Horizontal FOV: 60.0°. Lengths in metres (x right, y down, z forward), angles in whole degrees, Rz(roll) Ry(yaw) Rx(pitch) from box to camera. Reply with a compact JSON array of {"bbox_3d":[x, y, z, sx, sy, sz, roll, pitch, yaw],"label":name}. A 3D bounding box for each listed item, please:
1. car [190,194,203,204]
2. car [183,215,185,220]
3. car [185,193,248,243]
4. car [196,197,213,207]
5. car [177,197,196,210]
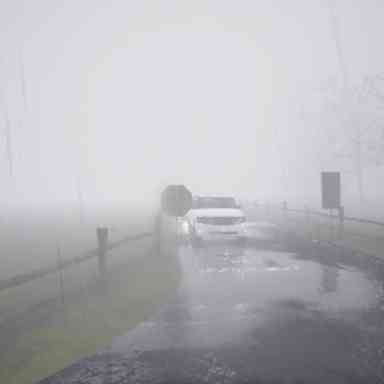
[{"bbox_3d":[0.787,1.226,59.214,1.882,1.535,5.008,0,0,-4],"label":"car"},{"bbox_3d":[0.263,1.193,26.226,2.097,1.767,4.553,0,0,-4],"label":"car"},{"bbox_3d":[1.044,1.097,15.632,2.150,2.045,5.566,0,0,-4],"label":"car"},{"bbox_3d":[1.728,1.380,46.551,1.895,1.301,4.718,0,0,-4],"label":"car"},{"bbox_3d":[-0.746,1.350,40.249,2.033,1.411,5.357,0,0,-4],"label":"car"}]
